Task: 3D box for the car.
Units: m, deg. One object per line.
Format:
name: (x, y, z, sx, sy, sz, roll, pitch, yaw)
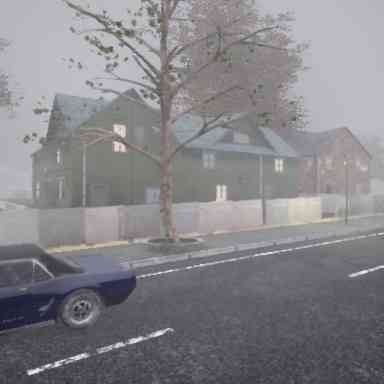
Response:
car: (-3.388, 1.596, 5.258, 4.718, 1.301, 1.895, -1, 1, -35)
